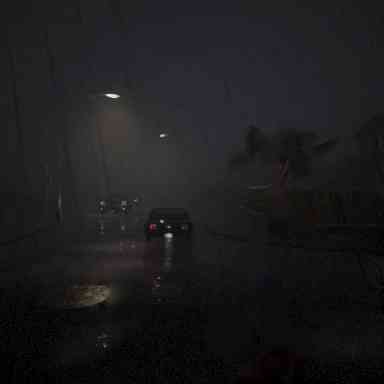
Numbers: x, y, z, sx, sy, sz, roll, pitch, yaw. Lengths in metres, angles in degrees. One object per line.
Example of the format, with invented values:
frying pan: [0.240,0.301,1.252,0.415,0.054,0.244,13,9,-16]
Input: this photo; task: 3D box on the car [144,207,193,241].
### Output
car: [-1.030,1.312,14.864,1.895,1.301,4.718,0,1,-4]

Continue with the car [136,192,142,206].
car: [-6.747,0.757,37.369,1.837,1.490,4.892,0,1,-3]

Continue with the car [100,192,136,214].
car: [-6.044,0.804,26.960,2.097,1.767,4.553,0,1,-4]
